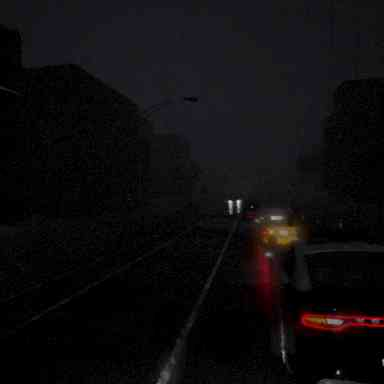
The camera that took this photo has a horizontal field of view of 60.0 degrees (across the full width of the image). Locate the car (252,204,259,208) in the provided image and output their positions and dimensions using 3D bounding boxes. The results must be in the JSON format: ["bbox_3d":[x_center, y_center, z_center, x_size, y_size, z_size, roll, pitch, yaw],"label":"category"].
[{"bbox_3d":[4.978,1.739,21.305,1.812,1.442,4.674,-2,-1,10],"label":"car"}]

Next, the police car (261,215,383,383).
[{"bbox_3d":[2.323,1.428,5.608,1.930,1.638,5.238,-2,-1,10],"label":"police car"}]

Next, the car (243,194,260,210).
[{"bbox_3d":[7.645,1.469,42.525,1.837,1.490,4.892,-2,2,10],"label":"car"}]

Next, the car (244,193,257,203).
[{"bbox_3d":[9.785,1.001,55.444,1.994,1.385,4.181,-2,2,10],"label":"car"}]

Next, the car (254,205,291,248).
[{"bbox_3d":[4.009,1.615,15.572,1.801,1.575,5.366,-2,-1,10],"label":"car"}]

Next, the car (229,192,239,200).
[{"bbox_3d":[8.091,0.699,63.521,1.812,1.442,4.674,-2,2,10],"label":"car"}]
